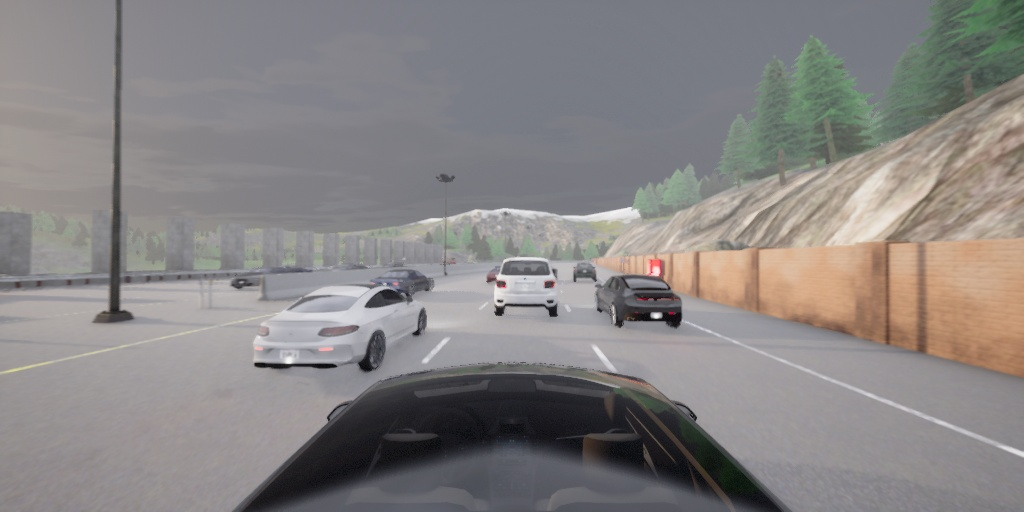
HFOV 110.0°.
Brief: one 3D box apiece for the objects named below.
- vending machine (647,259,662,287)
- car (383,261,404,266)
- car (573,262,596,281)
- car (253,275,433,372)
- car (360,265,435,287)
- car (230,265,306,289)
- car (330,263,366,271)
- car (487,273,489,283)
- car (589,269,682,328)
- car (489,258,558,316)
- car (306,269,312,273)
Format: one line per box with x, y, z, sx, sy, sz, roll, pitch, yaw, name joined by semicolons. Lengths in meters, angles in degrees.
10.484;1.197;26.449;1.100;2.100;0.880;0;0;9;vending machine
-20.175;1.658;60.985;2.128;1.511;4.902;0;0;12;car
6.880;1.403;34.219;2.097;1.767;4.553;0;-1;10;car
-3.240;1.312;7.648;1.812;1.442;4.674;0;0;2;car
-5.908;1.424;19.731;2.033;1.411;5.357;0;0;6;car
-16.164;1.430;23.720;1.994;1.385;4.181;0;0;7;car
-17.459;1.477;38.401;2.128;1.511;4.902;0;-1;10;car
-0.814;1.553;30.604;1.994;1.385;4.181;0;0;9;car
3.999;1.358;11.990;1.837;1.490;4.892;0;0;3;car
0.615;1.080;14.137;2.150;2.045;5.566;0;0;4;car
-21.705;1.534;34.487;1.895;1.301;4.718;0;0;10;car
